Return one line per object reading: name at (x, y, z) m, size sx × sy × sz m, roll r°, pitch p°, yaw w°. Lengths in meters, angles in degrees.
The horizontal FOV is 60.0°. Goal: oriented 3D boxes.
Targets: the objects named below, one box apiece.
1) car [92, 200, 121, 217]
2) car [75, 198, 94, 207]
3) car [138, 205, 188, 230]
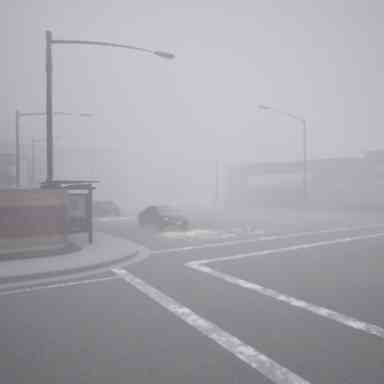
car at (-8.461, 1.596, 32.524) m, size 1.837 × 1.490 × 4.892 m, roll -1°, pitch 0°, yaw -32°
car at (-17.007, 1.651, 52.779) m, size 1.895 × 1.301 × 4.718 m, roll 0°, pitch 0°, yaw -6°
car at (-2.064, 1.625, 22.323) m, size 1.812 × 1.442 × 4.674 m, roll -1°, pitch 0°, yaw -33°
